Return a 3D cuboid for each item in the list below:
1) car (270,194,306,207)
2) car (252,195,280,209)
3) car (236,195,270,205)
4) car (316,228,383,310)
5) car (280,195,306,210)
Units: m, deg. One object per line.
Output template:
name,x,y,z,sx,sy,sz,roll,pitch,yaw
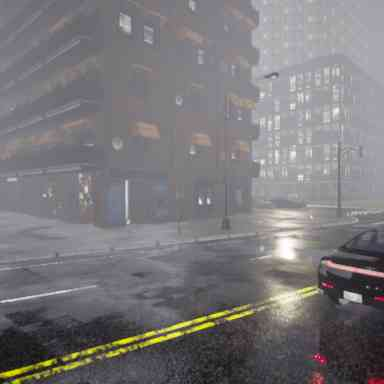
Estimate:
car,12.580,1.042,43.598,4.097,1.590,1.967,1,0,44
car,6.965,1.181,37.140,4.829,1.417,1.752,1,0,44
car,8.650,1.084,47.238,4.313,1.339,1.947,1,0,44
car,4.555,1.486,6.818,4.902,1.511,2.128,0,0,-36
car,10.546,1.241,37.403,4.181,1.385,1.994,2,1,44
